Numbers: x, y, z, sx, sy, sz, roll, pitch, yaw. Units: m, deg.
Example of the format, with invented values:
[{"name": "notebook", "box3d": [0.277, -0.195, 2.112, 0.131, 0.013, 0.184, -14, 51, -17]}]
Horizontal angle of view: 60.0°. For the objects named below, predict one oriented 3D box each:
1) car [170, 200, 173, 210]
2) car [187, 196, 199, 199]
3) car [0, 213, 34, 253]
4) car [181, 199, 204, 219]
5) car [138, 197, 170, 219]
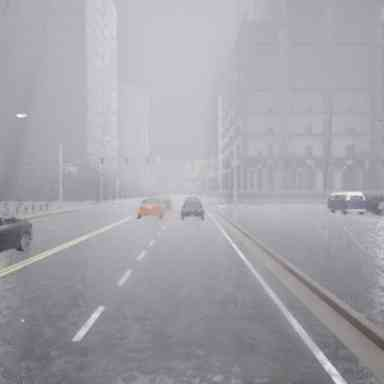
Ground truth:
[{"name": "car", "box3d": [-3.423, 1.437, 40.881, 1.837, 1.490, 4.892, 0, 1, 0]}, {"name": "car", "box3d": [0.077, 1.284, 40.807, 2.097, 1.767, 4.553, 0, 0, 0]}, {"name": "car", "box3d": [-7.090, 1.477, 11.013, 2.128, 1.511, 4.902, 0, 0, 0]}, {"name": "car", "box3d": [0.054, 1.564, 28.085, 1.895, 1.301, 4.718, 0, 0, 0]}, {"name": "car", "box3d": [-3.405, 1.314, 29.121, 2.097, 1.767, 4.553, 0, 0, 0]}]
